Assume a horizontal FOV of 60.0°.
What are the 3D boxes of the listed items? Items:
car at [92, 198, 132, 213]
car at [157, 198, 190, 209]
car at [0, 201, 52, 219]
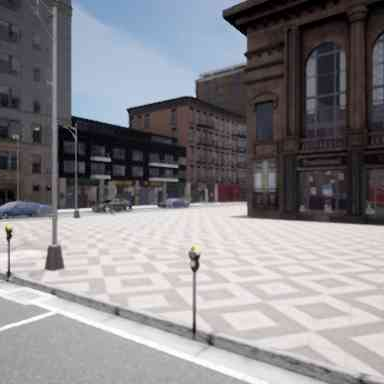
[{"bbox_3d":[-8.801,1.459,36.846,1.837,1.490,4.892,0,0,37],"label":"car"},{"bbox_3d":[-2.430,1.511,45.490,2.033,1.411,5.357,0,0,36],"label":"car"},{"bbox_3d":[-14.836,1.495,28.654,2.033,1.411,5.357,0,0,36],"label":"car"}]
